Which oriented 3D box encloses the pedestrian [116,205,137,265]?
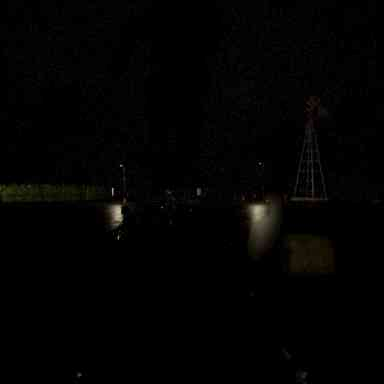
[{"bbox_3d":[-1.987,1.289,10.120,0.375,1.860,0.375,-1,1,0],"label":"pedestrian"}]

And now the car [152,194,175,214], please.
[{"bbox_3d":[-2.993,1.193,35.842,2.150,2.045,5.566,0,0,0],"label":"car"}]

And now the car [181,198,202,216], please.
[{"bbox_3d":[-0.039,1.454,31.978,1.882,1.535,5.008,0,0,0],"label":"car"}]

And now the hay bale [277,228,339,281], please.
[{"bbox_3d":[3.097,1.651,9.051,1.220,1.180,1.240,1,1,0],"label":"hay bale"}]

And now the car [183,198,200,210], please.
[{"bbox_3d":[-0.089,1.508,43.852,2.033,1.411,5.357,0,0,0],"label":"car"}]
